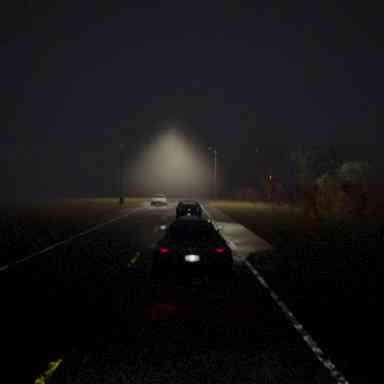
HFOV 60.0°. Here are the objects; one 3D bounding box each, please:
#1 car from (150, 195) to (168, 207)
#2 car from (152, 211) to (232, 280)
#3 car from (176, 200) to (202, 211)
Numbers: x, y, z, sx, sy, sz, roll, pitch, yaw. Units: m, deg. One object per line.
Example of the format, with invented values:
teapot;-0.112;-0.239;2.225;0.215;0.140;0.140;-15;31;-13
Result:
car;-4.176;1.056;42.510;1.812;1.442;4.674;0;1;-1
car;-0.008;1.460;9.635;1.994;1.385;4.181;0;1;0
car;-0.248;1.312;26.317;1.895;1.301;4.718;0;1;-1
